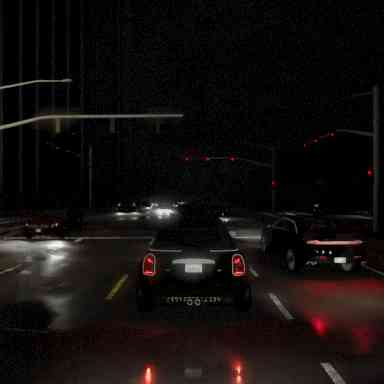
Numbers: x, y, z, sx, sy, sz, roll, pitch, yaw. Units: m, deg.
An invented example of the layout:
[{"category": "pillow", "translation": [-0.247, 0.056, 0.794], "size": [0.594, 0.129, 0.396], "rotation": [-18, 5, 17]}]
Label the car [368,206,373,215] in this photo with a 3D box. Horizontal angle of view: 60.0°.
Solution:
[{"category": "car", "translation": [19.117, 1.560, 31.129], "size": [4.892, 1.490, 1.837], "rotation": [0, 0, 0]}]

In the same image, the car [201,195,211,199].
[{"category": "car", "translation": [3.353, 1.500, 77.829], "size": [1.837, 1.490, 4.892], "rotation": [0, 0, 0]}]

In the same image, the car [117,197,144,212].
[{"category": "car", "translation": [-7.173, 1.379, 38.397], "size": [2.097, 1.767, 4.553], "rotation": [0, 0, 0]}]

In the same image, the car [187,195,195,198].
[{"category": "car", "translation": [-0.147, 1.478, 77.845], "size": [1.882, 1.535, 5.008], "rotation": [0, 0, 0]}]

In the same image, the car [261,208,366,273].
[{"category": "car", "translation": [3.599, 1.492, 10.741], "size": [2.128, 1.511, 4.902], "rotation": [0, 0, -3]}]

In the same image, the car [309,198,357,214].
[{"category": "car", "translation": [14.606, 1.407, 34.682], "size": [4.553, 1.767, 2.097], "rotation": [0, 0, 2]}]

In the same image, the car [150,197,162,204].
[{"category": "car", "translation": [-7.154, 1.601, 66.500], "size": [1.895, 1.301, 4.718], "rotation": [0, 0, 0]}]

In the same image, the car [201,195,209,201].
[{"category": "car", "translation": [3.334, 1.478, 87.928], "size": [1.882, 1.535, 5.008], "rotation": [0, 0, 0]}]

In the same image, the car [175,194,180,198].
[{"category": "car", "translation": [-3.687, 1.505, 60.643], "size": [1.837, 1.490, 4.892], "rotation": [0, 0, 0]}]

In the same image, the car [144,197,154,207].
[{"category": "car", "translation": [-7.191, 1.525, 50.184], "size": [1.812, 1.442, 4.674], "rotation": [0, 0, 0]}]

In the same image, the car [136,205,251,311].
[{"category": "car", "translation": [0.042, 1.352, 7.931], "size": [2.097, 1.767, 4.553], "rotation": [0, 0, 0]}]

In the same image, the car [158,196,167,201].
[{"category": "car", "translation": [-7.154, 1.546, 81.259], "size": [1.895, 1.301, 4.718], "rotation": [0, 0, 0]}]

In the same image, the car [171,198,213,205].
[{"category": "car", "translation": [0.831, 1.574, 30.915], "size": [2.033, 1.411, 5.357], "rotation": [0, 0, -44]}]

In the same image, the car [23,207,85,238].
[{"category": "car", "translation": [-7.134, 1.533, 17.760], "size": [1.812, 1.442, 4.674], "rotation": [0, 0, 0]}]

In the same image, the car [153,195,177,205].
[{"category": "car", "translation": [-3.685, 1.492, 46.057], "size": [2.128, 1.511, 4.902], "rotation": [0, 0, 0]}]
